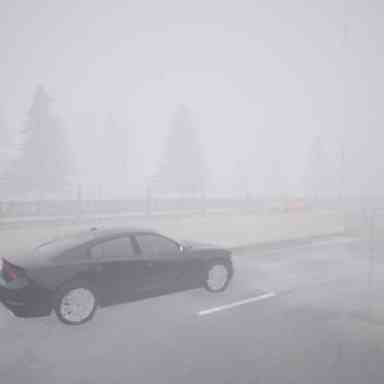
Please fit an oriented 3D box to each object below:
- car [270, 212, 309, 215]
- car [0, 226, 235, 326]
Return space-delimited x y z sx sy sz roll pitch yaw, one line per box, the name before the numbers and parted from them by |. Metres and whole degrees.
car | 9.337 1.316 32.205 4.553 1.767 2.097 0 0 -36
car | -1.279 1.473 7.136 5.008 1.535 1.882 0 0 -36
